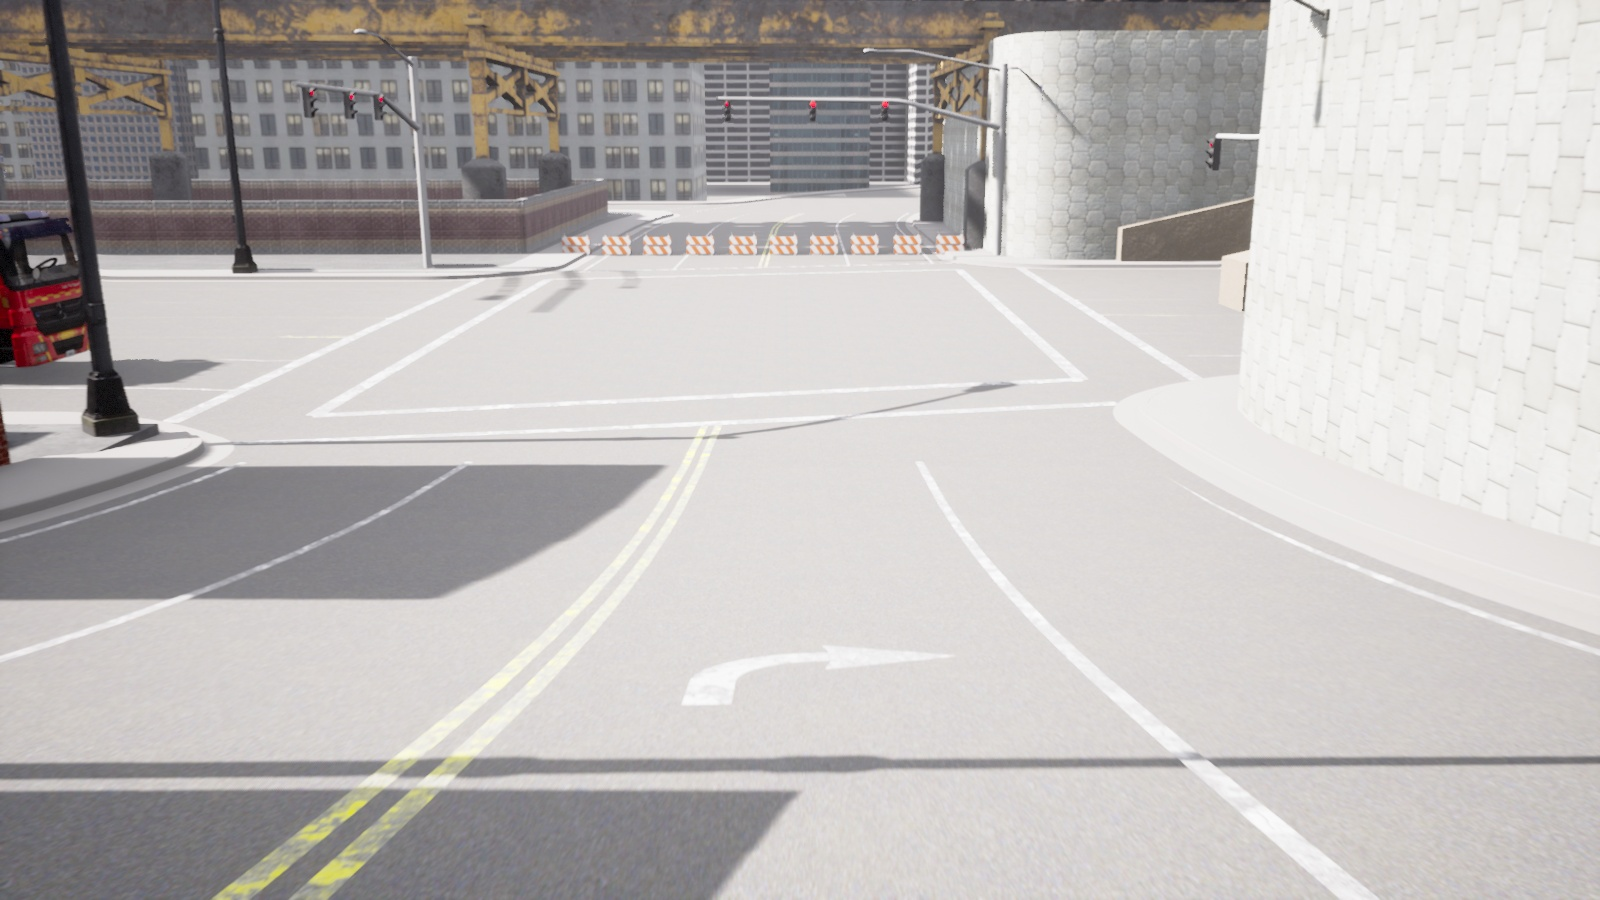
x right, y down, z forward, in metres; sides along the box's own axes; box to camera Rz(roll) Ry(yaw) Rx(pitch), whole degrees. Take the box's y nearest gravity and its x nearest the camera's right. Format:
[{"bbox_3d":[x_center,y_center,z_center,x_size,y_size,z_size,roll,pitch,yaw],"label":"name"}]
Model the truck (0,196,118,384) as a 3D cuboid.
[{"bbox_3d":[-20.375,-3.625,27.859,8.468,3.827,2.891,0,14,1],"label":"truck"}]
